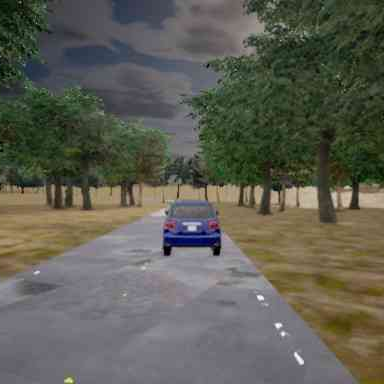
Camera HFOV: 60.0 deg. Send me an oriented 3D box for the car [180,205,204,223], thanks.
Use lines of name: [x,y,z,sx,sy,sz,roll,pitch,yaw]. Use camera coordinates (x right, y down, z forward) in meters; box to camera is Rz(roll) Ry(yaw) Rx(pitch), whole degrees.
car: [0.009,1.897,29.332,1.994,1.385,4.181,0,-1,0]

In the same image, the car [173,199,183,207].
car: [-2.990,2.364,71.003,1.882,1.535,5.008,0,-1,0]

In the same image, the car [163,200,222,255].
car: [0.003,1.361,14.039,2.150,2.045,5.566,0,-1,0]
